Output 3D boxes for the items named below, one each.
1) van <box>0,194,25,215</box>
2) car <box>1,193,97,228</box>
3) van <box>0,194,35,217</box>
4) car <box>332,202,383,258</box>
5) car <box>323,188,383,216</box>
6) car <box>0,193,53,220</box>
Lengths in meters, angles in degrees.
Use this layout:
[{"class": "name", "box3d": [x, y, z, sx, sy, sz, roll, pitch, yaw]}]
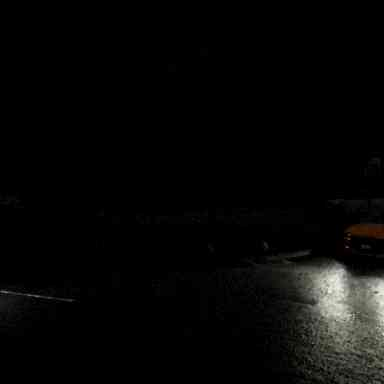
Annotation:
[{"class": "van", "box3d": [-18.835, 1.177, 32.291, 1.878, 1.987, 4.442, -1, 0, 27]}, {"class": "car", "box3d": [-8.700, 1.123, 21.477, 2.435, 2.045, 5.566, -1, 0, 27]}, {"class": "van", "box3d": [-16.799, 1.171, 30.143, 1.878, 1.987, 4.442, -1, 0, 27]}, {"class": "car", "box3d": [6.940, 1.254, 11.076, 5.008, 1.535, 1.882, -1, 1, -38]}, {"class": "car", "box3d": [11.857, 0.803, 22.552, 5.566, 2.045, 2.435, -1, 0, 28]}, {"class": "car", "box3d": [-14.818, 1.141, 27.863, 2.435, 2.045, 5.566, 0, 0, 27]}]
